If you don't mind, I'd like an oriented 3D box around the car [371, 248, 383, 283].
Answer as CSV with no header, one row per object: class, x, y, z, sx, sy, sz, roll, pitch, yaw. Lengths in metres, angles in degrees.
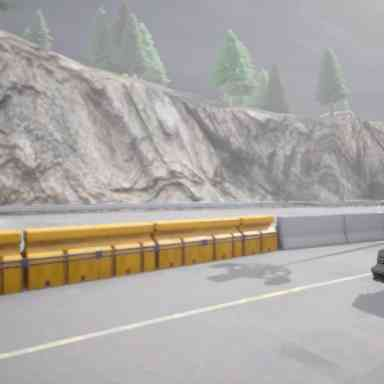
car,6.444,1.485,7.595,5.357,1.411,2.033,0,1,-29
